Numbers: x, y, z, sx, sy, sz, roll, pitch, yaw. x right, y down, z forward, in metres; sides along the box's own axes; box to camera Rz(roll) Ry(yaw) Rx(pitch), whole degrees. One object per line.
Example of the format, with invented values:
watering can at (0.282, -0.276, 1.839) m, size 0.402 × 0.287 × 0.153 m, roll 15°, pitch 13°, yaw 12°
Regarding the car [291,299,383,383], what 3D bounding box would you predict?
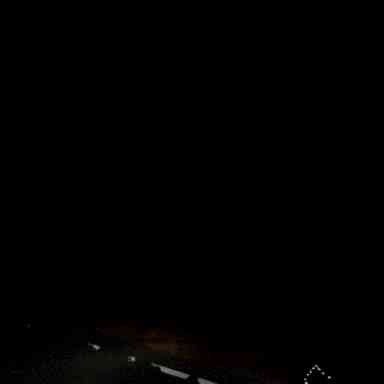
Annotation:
car at (3.477, 1.438, 1.993) m, size 5.566 × 2.045 × 2.150 m, roll 0°, pitch -4°, yaw 31°
